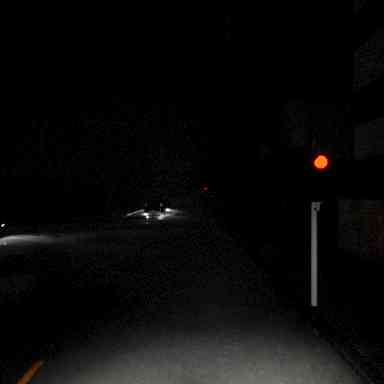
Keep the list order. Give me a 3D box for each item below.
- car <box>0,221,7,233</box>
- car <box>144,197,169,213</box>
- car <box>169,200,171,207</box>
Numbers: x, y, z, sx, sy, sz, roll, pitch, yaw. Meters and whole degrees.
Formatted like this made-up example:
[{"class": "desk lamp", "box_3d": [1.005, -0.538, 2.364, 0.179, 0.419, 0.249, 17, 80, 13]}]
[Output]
[{"class": "car", "box_3d": [-11.931, 1.547, 15.962, 5.357, 1.411, 2.033, 0, 0, 1]}, {"class": "car", "box_3d": [-4.117, 1.352, 37.612, 2.097, 1.767, 4.553, 0, 0, 0]}, {"class": "car", "box_3d": [-4.103, 1.601, 47.674, 1.895, 1.301, 4.718, 0, 0, 0]}]
